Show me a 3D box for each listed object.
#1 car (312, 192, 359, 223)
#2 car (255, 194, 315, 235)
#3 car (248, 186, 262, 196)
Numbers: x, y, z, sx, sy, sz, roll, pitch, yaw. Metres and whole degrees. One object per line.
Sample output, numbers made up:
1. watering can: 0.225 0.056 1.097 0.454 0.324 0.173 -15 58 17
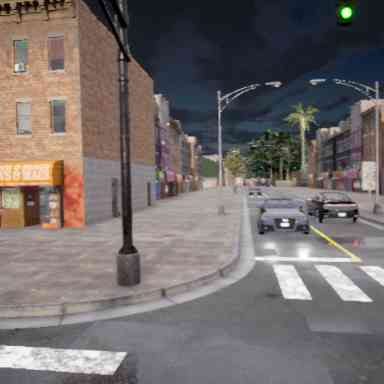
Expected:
1. car: 7.341 0.750 17.845 2.128 1.511 4.902 -1 2 9
2. car: 3.861 0.995 14.676 1.994 1.385 4.181 -1 2 9
3. car: 9.128 -0.195 48.248 2.033 1.411 5.357 -1 2 9
